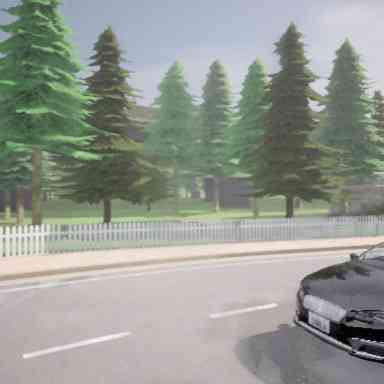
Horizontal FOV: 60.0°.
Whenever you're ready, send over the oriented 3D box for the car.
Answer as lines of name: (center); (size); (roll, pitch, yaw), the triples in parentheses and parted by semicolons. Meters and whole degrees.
car: (3.961, 1.493, 5.439); (4.902, 1.511, 2.128); (0, 0, -23)
